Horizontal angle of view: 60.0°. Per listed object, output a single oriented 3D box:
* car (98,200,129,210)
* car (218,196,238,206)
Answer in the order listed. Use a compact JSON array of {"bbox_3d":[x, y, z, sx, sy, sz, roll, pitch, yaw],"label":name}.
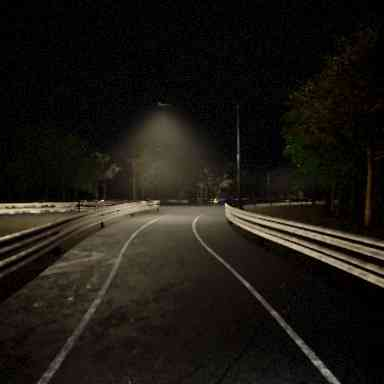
[{"bbox_3d":[-10.856,1.861,45.979,1.812,1.442,4.674,-1,-1,39],"label":"car"},{"bbox_3d":[7.662,1.789,69.169,2.150,2.045,5.566,-1,-1,39],"label":"car"}]
